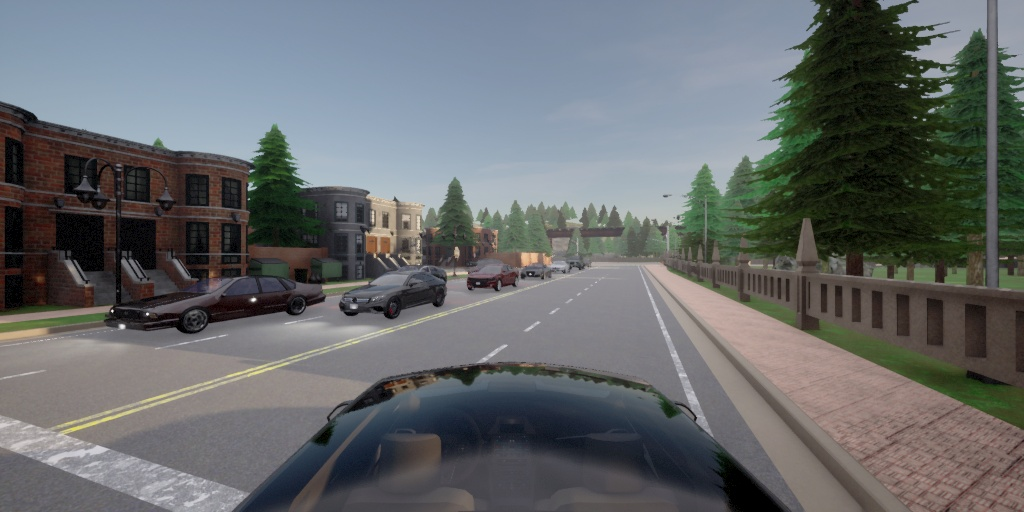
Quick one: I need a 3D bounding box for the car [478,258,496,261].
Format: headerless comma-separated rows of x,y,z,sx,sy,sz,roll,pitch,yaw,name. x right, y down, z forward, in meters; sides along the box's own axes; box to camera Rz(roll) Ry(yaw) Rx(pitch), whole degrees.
-2.029,1.103,29.937,2.097,1.767,4.553,0,0,19,car

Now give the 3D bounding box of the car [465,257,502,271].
-3.919,1.066,48.867,4.553,1.767,2.097,0,0,16,car

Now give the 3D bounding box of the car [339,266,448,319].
-4.063,1.276,13.123,1.812,1.442,4.674,0,0,19,car

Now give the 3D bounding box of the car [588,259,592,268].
12.578,1.255,61.825,1.837,1.490,4.892,0,0,19,car

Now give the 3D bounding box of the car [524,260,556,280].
2.189,1.314,31.430,1.994,1.385,4.181,0,0,20,car

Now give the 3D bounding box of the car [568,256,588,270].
9.036,0.969,51.519,2.150,2.045,5.566,0,0,19,car

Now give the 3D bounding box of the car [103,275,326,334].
-8.459,1.297,11.082,2.033,1.411,5.357,0,0,19,car

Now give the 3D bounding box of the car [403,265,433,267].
-5.403,1.242,20.054,2.128,1.511,4.902,0,0,18,car

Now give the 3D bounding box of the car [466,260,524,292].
-1.052,1.228,21.953,1.882,1.535,5.008,0,0,19,car

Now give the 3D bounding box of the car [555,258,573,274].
5.436,1.276,40.977,1.812,1.442,4.674,0,0,19,car
